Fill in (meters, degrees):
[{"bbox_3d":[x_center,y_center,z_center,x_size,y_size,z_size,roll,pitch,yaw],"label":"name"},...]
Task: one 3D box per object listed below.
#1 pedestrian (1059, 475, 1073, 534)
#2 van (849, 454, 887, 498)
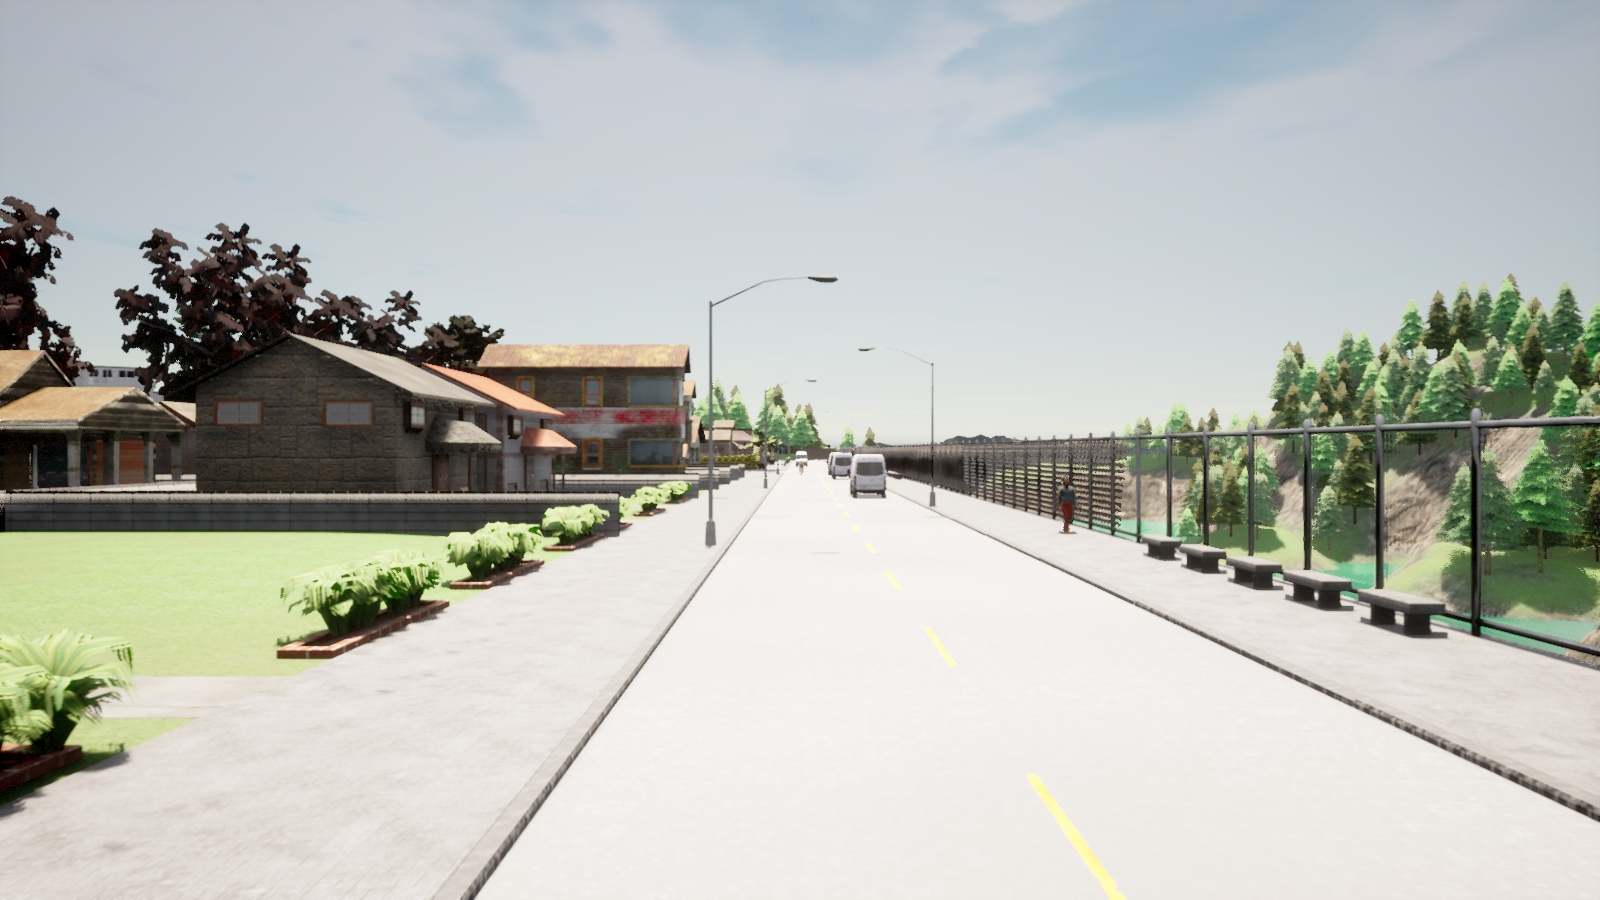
[{"bbox_3d":[8.555,1.744,36.717,0.375,1.860,0.375,0,0,5],"label":"pedestrian"},{"bbox_3d":[4.087,1.535,69.620,1.988,2.561,5.915,0,0,0],"label":"van"}]
